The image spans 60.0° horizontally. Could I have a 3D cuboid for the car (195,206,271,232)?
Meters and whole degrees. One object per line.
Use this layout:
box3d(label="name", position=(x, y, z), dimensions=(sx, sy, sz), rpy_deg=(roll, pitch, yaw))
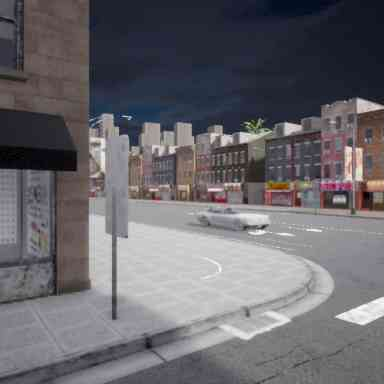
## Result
box3d(label="car", position=(2.303, 1.478, 19.420), dimensions=(1.895, 1.301, 4.718), rpy_deg=(0, 1, -36))
